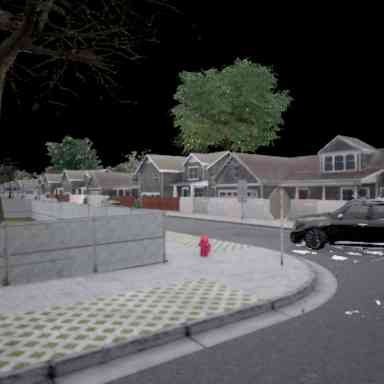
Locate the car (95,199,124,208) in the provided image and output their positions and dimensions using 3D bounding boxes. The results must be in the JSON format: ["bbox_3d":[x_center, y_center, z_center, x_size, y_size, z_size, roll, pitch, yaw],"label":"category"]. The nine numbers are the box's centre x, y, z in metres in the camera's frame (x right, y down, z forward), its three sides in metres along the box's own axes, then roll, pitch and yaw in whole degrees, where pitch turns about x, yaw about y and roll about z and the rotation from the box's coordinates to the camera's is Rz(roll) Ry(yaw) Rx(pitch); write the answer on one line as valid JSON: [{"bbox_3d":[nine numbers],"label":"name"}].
[{"bbox_3d":[-9.154,1.590,36.598,1.837,1.490,4.892,0,-1,-36],"label":"car"}]

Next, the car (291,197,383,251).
[{"bbox_3d":[6.696,1.275,12.700,5.566,2.045,2.150,-1,4,30],"label":"car"}]

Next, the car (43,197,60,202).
[{"bbox_3d":[-19.629,1.517,46.258,1.882,1.535,5.008,0,0,-36],"label":"car"}]
